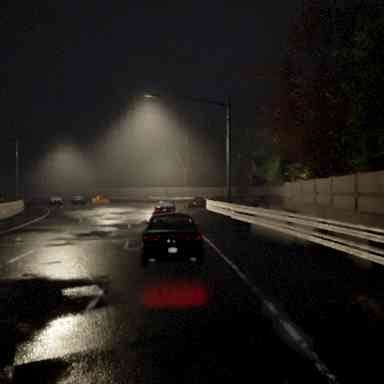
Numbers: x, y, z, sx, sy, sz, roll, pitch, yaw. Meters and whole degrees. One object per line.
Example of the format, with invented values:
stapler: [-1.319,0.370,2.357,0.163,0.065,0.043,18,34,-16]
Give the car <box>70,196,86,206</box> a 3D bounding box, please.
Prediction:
car: [-18.957,1.470,55.204,2.128,1.511,4.902,0,0,-29]

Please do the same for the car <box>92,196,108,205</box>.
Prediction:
car: [-15.626,1.442,56.411,1.882,1.535,5.008,0,0,-29]

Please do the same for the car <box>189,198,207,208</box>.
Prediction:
car: [1.089,1.483,47.110,1.994,1.385,4.181,0,0,22]

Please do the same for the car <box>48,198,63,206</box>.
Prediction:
car: [-22.124,1.593,53.774,1.895,1.301,4.718,0,0,-30]

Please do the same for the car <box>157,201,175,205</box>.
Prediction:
car: [-2.287,1.508,29.159,2.033,1.411,5.357,0,0,-3]

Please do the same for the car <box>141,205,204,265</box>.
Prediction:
car: [-0.747,1.461,11.734,1.882,1.535,5.008,0,0,-5]
